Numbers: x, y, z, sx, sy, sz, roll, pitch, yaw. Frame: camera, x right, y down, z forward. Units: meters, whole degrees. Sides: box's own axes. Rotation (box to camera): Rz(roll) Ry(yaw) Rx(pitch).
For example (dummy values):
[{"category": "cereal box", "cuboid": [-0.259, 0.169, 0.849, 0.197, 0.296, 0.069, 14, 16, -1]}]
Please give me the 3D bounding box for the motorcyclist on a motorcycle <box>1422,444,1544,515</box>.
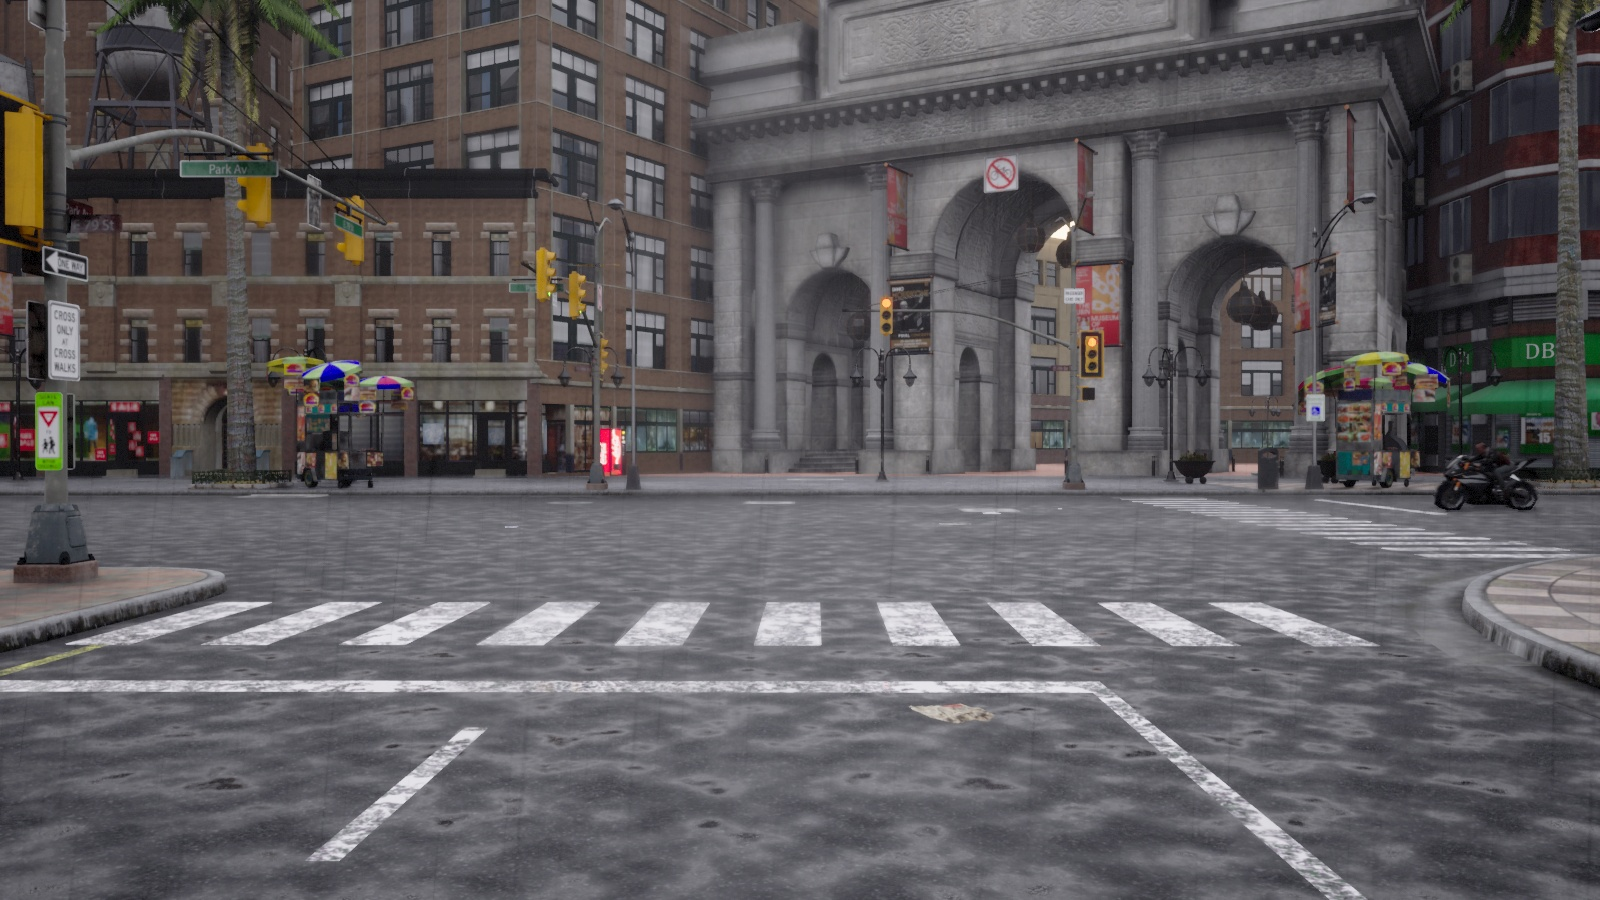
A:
[{"category": "motorcyclist on a motorcycle", "cuboid": [14.987, 0.638, 27.604, 2.191, 1.530, 0.866, 0, 0, 1]}]
